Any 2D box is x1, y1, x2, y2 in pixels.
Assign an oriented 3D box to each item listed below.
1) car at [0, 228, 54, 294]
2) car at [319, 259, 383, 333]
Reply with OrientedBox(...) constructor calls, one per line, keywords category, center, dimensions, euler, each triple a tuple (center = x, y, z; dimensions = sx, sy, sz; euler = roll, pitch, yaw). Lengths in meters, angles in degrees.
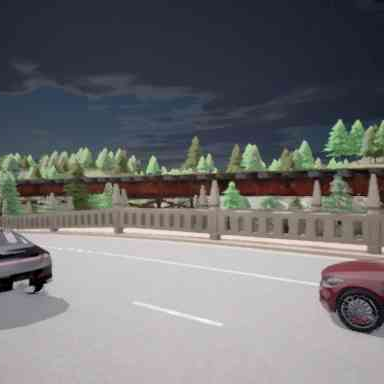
OrientedBox(category="car", center=(-5.212, 1.570, 7.708), dimensions=(4.902, 1.511, 2.128), euler=(-1, -1, 35))
OrientedBox(category="car", center=(4.440, 1.520, 5.126), dimensions=(4.674, 1.442, 1.812), euler=(0, 0, 35))
